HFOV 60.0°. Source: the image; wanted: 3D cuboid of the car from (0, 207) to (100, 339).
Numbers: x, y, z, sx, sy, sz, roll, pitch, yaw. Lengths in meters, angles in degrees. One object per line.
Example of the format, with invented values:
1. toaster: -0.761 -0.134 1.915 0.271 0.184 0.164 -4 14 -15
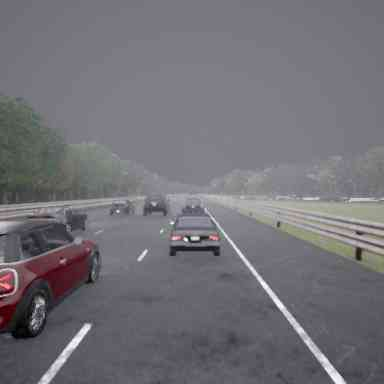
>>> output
1. car: -3.406 1.352 6.757 2.097 1.767 4.553 0 0 0

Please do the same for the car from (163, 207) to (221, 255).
1. car: 0.102 1.552 13.294 2.033 1.411 5.357 0 0 0

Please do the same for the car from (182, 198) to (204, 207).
1. car: 0.108 1.375 33.121 2.097 1.767 4.553 0 0 0

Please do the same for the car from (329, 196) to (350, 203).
1. car: 36.075 1.868 81.364 1.837 1.490 4.892 0 0 -33

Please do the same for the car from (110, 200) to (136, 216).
1. car: -6.892 1.528 33.479 1.837 1.490 4.892 0 0 0

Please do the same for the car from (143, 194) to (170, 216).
1. car: -3.393 1.243 32.539 2.150 2.045 5.566 0 0 0
